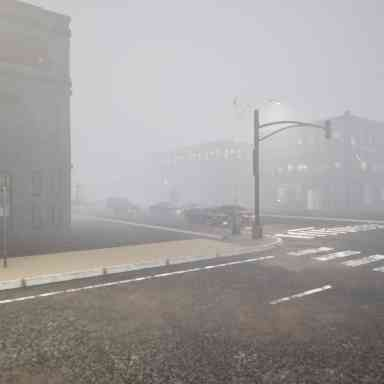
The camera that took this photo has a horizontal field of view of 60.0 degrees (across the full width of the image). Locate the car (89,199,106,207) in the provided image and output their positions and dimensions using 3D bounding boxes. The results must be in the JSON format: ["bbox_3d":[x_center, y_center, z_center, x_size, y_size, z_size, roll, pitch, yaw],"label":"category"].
[{"bbox_3d":[-19.404,2.227,68.111,1.887,1.381,4.507,-1,0,-36],"label":"car"}]

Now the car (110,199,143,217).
[{"bbox_3d":[-6.934,1.846,36.209,1.967,1.590,4.097,-1,0,-36],"label":"car"}]

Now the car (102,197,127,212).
[{"bbox_3d":[-9.710,1.698,44.605,2.150,2.045,5.566,-1,-1,-36],"label":"car"}]

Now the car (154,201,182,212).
[{"bbox_3d":[-3.325,1.965,45.584,1.802,1.307,4.206,-2,0,-36],"label":"car"}]

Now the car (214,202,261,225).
[{"bbox_3d":[3.338,1.745,26.303,1.812,1.442,4.674,-1,0,-35],"label":"car"}]

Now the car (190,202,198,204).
[{"bbox_3d":[-0.111,1.903,41.079,1.802,1.307,4.206,-2,0,-36],"label":"car"}]

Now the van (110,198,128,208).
[{"bbox_3d":[-12.978,1.906,59.100,1.690,1.788,3.998,-1,0,-36],"label":"van"}]

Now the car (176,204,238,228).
[{"bbox_3d":[1.031,1.814,24.843,1.947,1.339,4.313,-2,0,-36],"label":"car"}]

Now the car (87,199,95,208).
[{"bbox_3d":[-19.219,2.159,63.412,2.128,1.511,4.902,-1,0,-36],"label":"car"}]

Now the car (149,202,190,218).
[{"bbox_3d":[-2.707,1.830,34.764,2.128,1.511,4.902,-1,0,-36],"label":"car"}]

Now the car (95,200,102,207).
[{"bbox_3d":[-16.194,1.939,63.605,2.192,1.841,5.009,-1,0,-36],"label":"car"}]
